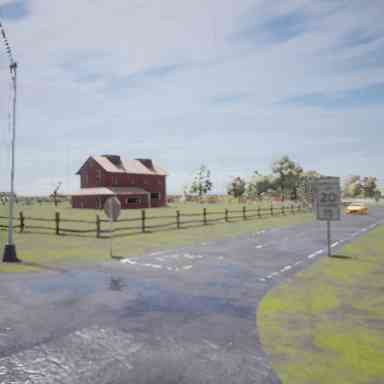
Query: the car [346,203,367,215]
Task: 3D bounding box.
[{"bbox_3d":[21.942,2.231,44.240,1.882,1.535,5.008,-2,-2,36],"label":"car"}]
